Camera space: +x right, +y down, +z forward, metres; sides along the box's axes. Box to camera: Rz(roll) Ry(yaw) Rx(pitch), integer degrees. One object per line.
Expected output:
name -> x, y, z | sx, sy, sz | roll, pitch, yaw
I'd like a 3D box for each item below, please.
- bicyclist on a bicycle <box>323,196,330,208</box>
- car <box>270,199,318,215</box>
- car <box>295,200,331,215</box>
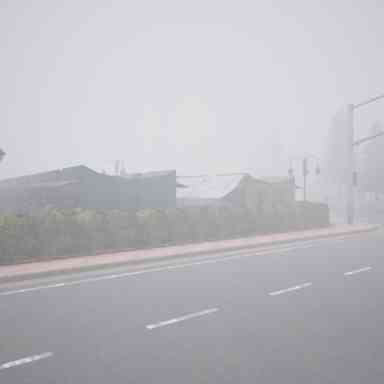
bicyclist on a bicycle -> 17.886, 1.295, 44.318 | 1.656, 1.620, 0.582 | 0, 0, -37
car -> 10.804, 1.521, 35.524 | 1.812, 1.442, 4.674 | 0, 1, -38
car -> 9.968, 1.543, 30.812 | 2.033, 1.411, 5.357 | 0, 0, -37
